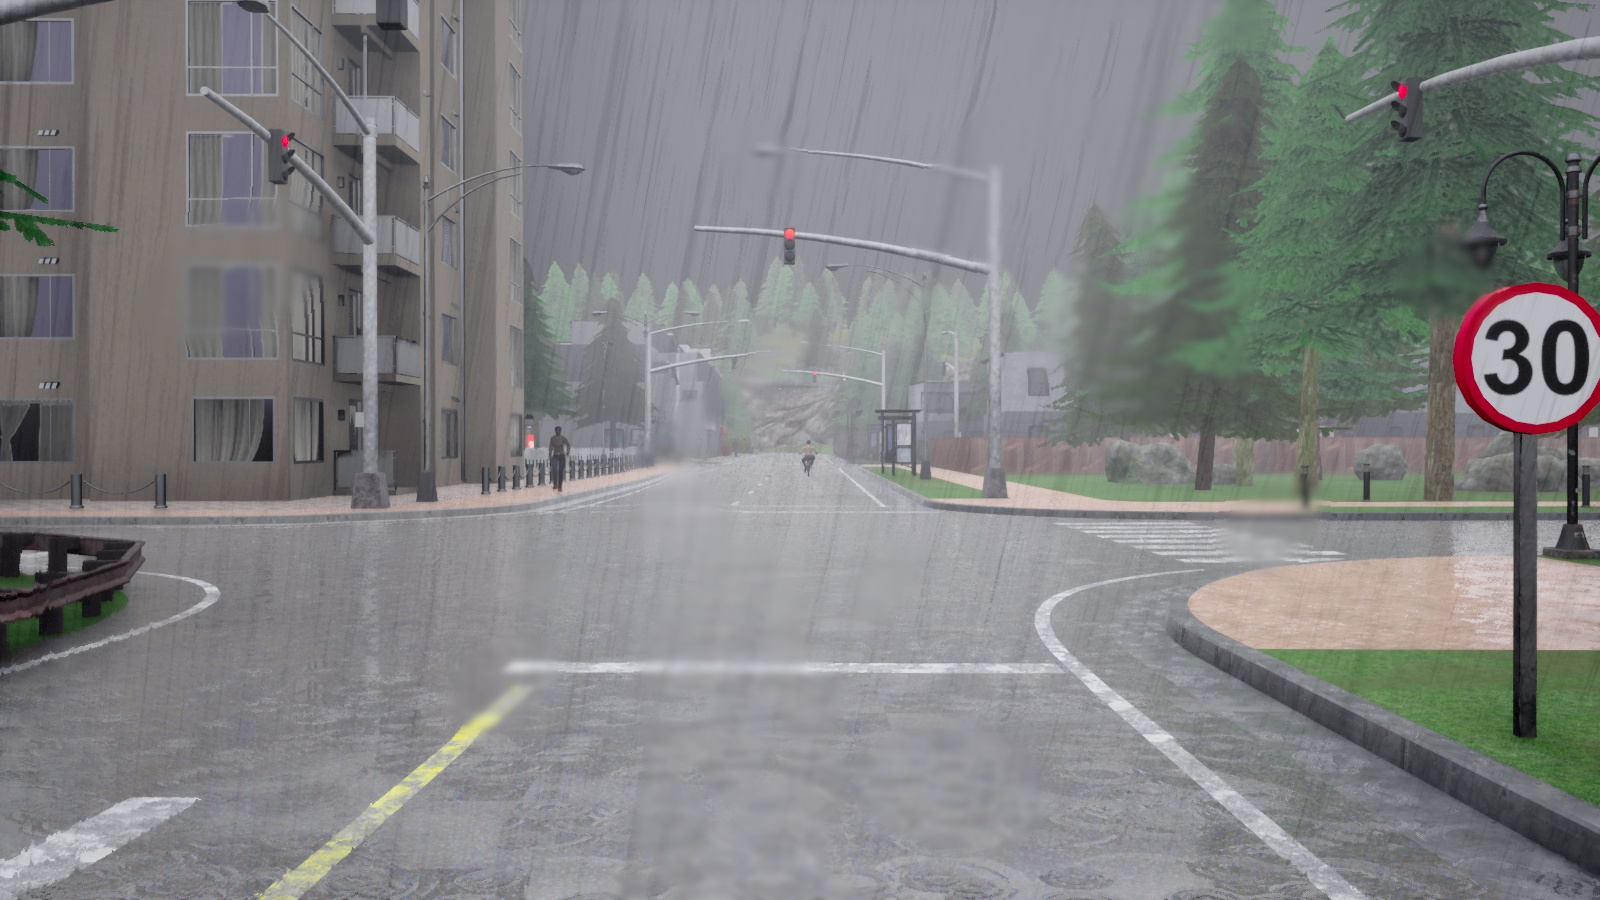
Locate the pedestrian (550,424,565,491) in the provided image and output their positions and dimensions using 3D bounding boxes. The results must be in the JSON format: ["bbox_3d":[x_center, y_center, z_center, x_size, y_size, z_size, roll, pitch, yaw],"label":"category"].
[{"bbox_3d":[-6.600,0.209,34.180,0.328,1.805,0.869,0,0,-5],"label":"pedestrian"}]
